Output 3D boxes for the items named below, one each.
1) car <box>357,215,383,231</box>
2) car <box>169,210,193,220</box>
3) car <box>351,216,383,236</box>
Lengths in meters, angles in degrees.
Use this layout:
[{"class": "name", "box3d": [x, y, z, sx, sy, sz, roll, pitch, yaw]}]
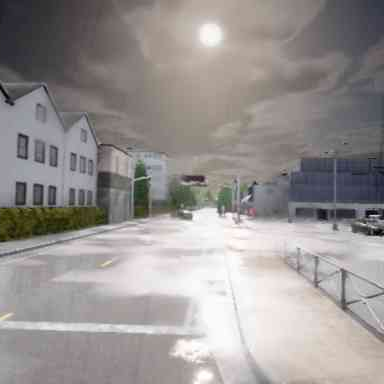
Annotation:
[{"class": "car", "box3d": [19.257, 3.219, 35.018, 1.970, 1.475, 3.806, 1, -2, 4]}, {"class": "car", "box3d": [-1.662, 3.520, 50.283, 2.128, 1.511, 4.902, 4, -4, -33]}, {"class": "car", "box3d": [15.136, 2.924, 28.232, 2.007, 1.523, 4.514, 1, -2, 4]}]
